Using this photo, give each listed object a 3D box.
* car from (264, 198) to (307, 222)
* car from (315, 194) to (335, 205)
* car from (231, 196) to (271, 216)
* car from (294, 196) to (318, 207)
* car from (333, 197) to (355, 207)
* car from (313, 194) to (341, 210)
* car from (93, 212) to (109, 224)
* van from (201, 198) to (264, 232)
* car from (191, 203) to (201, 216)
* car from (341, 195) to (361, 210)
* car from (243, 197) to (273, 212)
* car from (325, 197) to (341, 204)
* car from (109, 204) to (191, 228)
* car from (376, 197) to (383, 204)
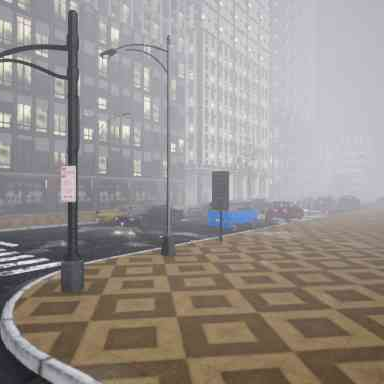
[{"bbox_3d":[7.534,1.472,26.910,1.967,1.590,4.097,0,0,38],"label":"car"},{"bbox_3d":[25.025,1.380,62.591,2.192,1.841,5.009,0,0,38],"label":"car"},{"bbox_3d":[6.108,1.379,33.925,2.097,1.767,4.553,0,0,38],"label":"car"},{"bbox_3d":[16.062,1.314,46.721,1.994,1.385,4.181,0,0,38],"label":"car"},{"bbox_3d":[23.956,1.551,52.312,2.128,1.511,4.902,0,0,37],"label":"car"},{"bbox_3d":[17.907,1.399,44.449,2.097,1.767,4.553,0,0,38],"label":"car"},{"bbox_3d":[-4.816,1.540,23.987,1.752,1.417,4.829,0,0,38],"label":"car"},{"bbox_3d":[2.576,1.368,20.278,1.690,1.788,3.998,0,0,38],"label":"van"},{"bbox_3d":[1.287,1.603,31.714,1.802,1.307,4.206,0,0,38],"label":"car"},{"bbox_3d":[21.098,1.368,44.554,2.192,1.841,5.009,0,0,38],"label":"car"},{"bbox_3d":[8.069,1.471,40.536,1.967,1.590,4.097,0,0,38],"label":"car"},{"bbox_3d":[28.416,1.623,67.001,2.008,1.369,4.403,0,0,38],"label":"car"},{"bbox_3d":[-2.666,1.566,22.528,2.033,1.411,5.357,0,0,38],"label":"car"},{"bbox_3d":[38.053,1.657,66.607,1.947,1.339,4.313,0,0,38],"label":"car"}]
